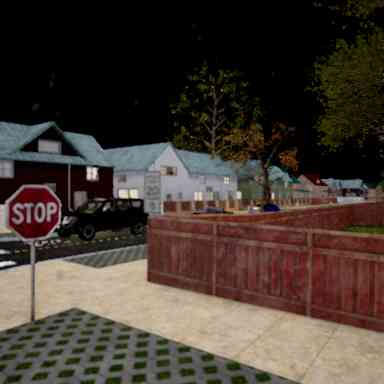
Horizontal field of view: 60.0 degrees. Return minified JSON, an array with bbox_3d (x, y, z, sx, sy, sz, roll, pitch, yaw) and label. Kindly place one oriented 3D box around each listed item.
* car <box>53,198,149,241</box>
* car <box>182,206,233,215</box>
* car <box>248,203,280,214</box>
[{"bbox_3d":[-4.740,1.328,17.955,2.150,2.045,5.566,0,0,37],"label":"car"},{"bbox_3d":[1.278,1.805,25.977,1.895,1.301,4.718,0,0,37],"label":"car"},{"bbox_3d":[7.501,1.827,34.227,1.812,1.442,4.674,0,0,37],"label":"car"}]
